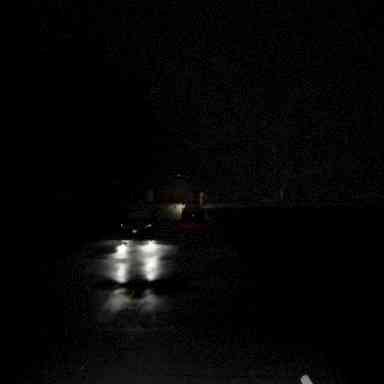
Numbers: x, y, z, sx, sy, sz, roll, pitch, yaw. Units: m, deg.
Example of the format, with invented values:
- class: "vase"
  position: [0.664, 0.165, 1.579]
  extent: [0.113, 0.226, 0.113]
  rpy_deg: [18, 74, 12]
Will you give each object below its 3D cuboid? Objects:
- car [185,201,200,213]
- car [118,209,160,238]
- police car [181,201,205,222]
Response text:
- class: "car"
  position: [0.070, 1.920, 44.085]
  extent: [1.837, 1.490, 4.892]
  rpy_deg: [0, -1, 1]
- class: "car"
  position: [-2.836, 1.685, 18.703]
  extent: [1.812, 1.442, 4.674]
  rpy_deg: [0, -1, 0]
- class: "police car"
  position: [0.099, 1.675, 28.694]
  extent: [1.930, 1.638, 5.238]
  rpy_deg: [0, 0, 0]
